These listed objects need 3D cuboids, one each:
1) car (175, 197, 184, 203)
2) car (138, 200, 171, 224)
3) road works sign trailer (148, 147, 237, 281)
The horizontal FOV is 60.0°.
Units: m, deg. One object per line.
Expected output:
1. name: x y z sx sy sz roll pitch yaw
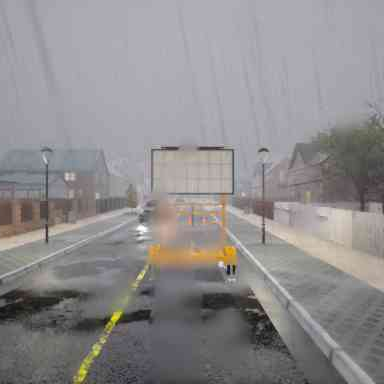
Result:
1. car: -2.713 1.790 73.717 1.994 1.385 4.181 0 0 0
2. car: -2.736 1.384 25.235 2.097 1.767 4.553 0 0 0
3. road works sign trailer: 0.019 0.471 9.835 2.380 3.560 2.880 0 0 0
